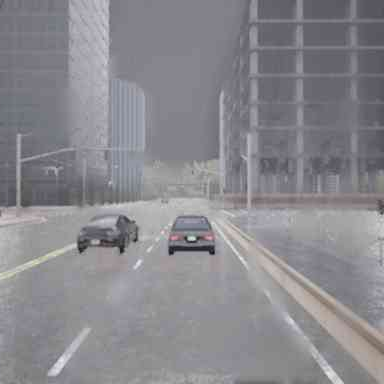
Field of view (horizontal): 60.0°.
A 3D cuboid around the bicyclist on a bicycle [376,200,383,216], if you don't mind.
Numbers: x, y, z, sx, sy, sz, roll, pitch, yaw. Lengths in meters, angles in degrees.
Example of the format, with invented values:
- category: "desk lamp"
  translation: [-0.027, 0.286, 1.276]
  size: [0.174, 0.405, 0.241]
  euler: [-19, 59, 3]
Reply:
- category: "bicyclist on a bicycle"
  translation: [18.310, 1.553, 32.223]
  size: [0.582, 1.620, 1.656]
  euler: [0, -1, 0]

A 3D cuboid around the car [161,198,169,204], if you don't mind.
- category: "car"
  translation: [-7.057, 2.341, 86.301]
  size: [2.128, 1.511, 4.902]
  euler: [0, -1, 0]

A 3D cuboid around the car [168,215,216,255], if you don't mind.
- category: "car"
  translation: [-0.008, 1.681, 13.990]
  size: [2.033, 1.411, 5.357]
  euler: [0, -1, 0]

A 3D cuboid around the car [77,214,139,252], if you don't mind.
- category: "car"
  translation: [-3.503, 1.663, 14.372]
  size: [1.812, 1.442, 4.674]
  euler: [0, 0, 0]
